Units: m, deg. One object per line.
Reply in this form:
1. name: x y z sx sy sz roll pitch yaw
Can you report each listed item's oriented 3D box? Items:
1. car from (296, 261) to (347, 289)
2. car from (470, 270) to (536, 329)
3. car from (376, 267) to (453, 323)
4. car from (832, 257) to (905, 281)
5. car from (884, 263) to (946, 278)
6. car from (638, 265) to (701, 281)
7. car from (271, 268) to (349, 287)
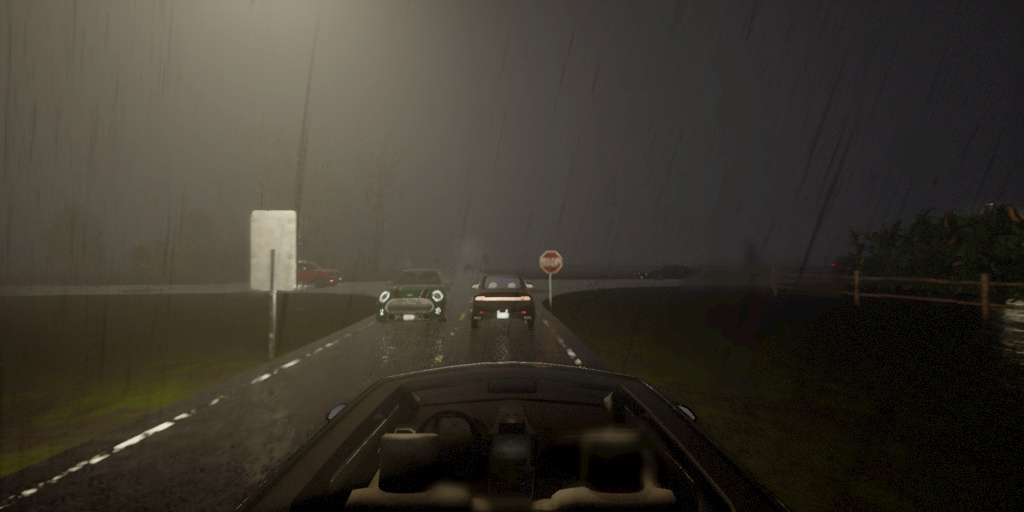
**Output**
1. car: -15.492 1.369 26.378 5.566 2.045 2.150 0 -1 -4
2. car: -0.307 1.364 11.739 2.128 1.511 4.902 0 -1 -2
3. car: -3.262 1.239 12.769 2.097 1.767 4.553 0 -1 -6
4. car: 30.890 1.062 31.025 5.566 2.045 2.150 0 -1 -6
5. car: 40.029 1.373 35.689 4.181 1.385 1.994 0 -1 -6
6. car: 14.409 1.535 32.852 5.357 1.411 2.033 0 -1 -6
7. car: -16.759 1.738 29.985 5.357 1.411 2.033 0 -1 -4
